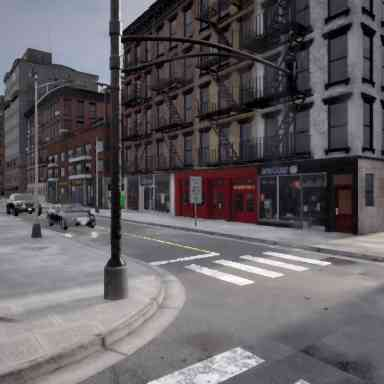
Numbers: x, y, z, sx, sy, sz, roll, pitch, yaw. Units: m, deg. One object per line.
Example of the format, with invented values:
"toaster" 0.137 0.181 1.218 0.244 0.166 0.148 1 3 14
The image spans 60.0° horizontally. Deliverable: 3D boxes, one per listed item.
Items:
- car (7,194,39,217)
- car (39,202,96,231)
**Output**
"car" -15.930 1.170 31.445 2.150 2.045 5.566 0 0 -37
"car" -7.544 1.463 20.547 2.128 1.511 4.902 0 0 -38
